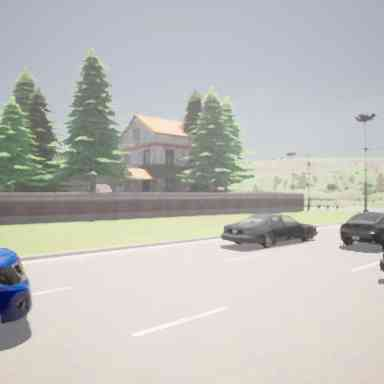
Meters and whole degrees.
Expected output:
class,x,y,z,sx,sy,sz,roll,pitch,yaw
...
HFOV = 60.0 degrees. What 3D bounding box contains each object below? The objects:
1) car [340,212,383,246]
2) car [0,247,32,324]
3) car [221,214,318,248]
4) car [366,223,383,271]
class,x,y,z,sx,sy,sz,roll,pitch,yaw
car,8.594,1.657,15.115,4.892,1.490,1.837,1,-1,-38
car,-5.255,1.305,4.453,5.566,2.045,2.150,0,0,-34
car,3.784,1.730,15.732,5.357,1.411,2.033,0,-1,-39
car,7.301,1.638,9.585,5.357,1.411,2.033,0,-1,-40
